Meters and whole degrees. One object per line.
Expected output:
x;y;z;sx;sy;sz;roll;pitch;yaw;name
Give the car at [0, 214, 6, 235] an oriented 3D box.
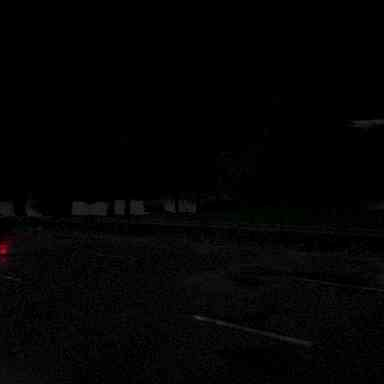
-12.487;1.509;18.184;4.553;1.767;2.097;-1;0;23;car
